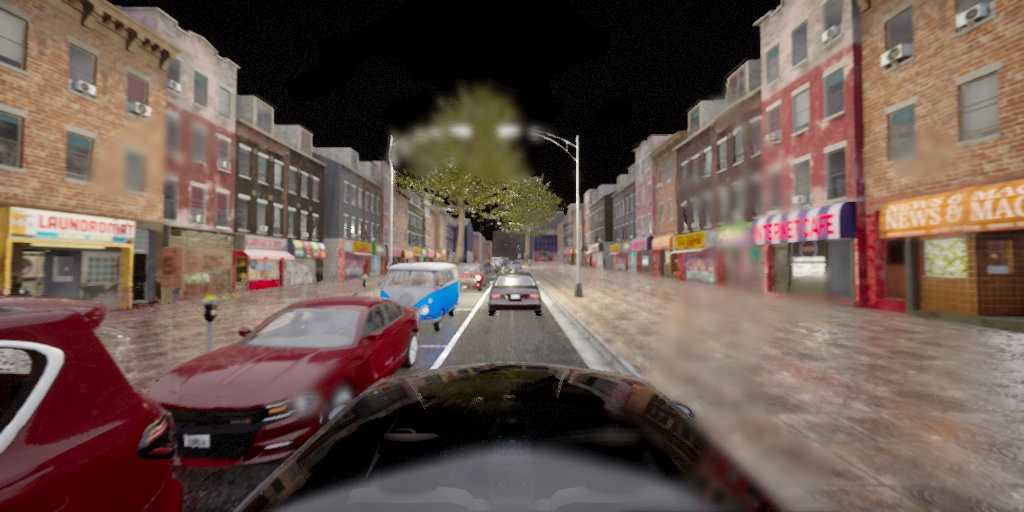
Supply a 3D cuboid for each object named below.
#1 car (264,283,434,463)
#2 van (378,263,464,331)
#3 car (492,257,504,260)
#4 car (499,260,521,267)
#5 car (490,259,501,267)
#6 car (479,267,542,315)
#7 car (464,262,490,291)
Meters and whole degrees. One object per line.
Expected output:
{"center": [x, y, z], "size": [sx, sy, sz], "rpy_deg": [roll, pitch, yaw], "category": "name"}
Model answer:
{"center": [-2.636, 1.297, 5.233], "size": [1.888, 1.381, 4.507], "rpy_deg": [0, 0, 0], "category": "car"}
{"center": [-2.635, 1.096, 10.768], "size": [1.690, 1.789, 3.998], "rpy_deg": [0, 0, 0], "category": "van"}
{"center": [-2.626, 1.329, 54.878], "size": [1.751, 1.417, 4.829], "rpy_deg": [0, 0, 0], "category": "car"}
{"center": [0.106, 1.320, 34.131], "size": [2.033, 1.411, 5.357], "rpy_deg": [0, 0, 0], "category": "car"}
{"center": [-2.628, 1.367, 43.978], "size": [1.802, 1.307, 4.207], "rpy_deg": [0, 0, 0], "category": "car"}
{"center": [0.100, 1.305, 13.587], "size": [2.033, 1.411, 5.357], "rpy_deg": [0, 0, 0], "category": "car"}
{"center": [-2.632, 1.202, 21.839], "size": [1.967, 1.591, 4.097], "rpy_deg": [0, 0, 0], "category": "car"}
